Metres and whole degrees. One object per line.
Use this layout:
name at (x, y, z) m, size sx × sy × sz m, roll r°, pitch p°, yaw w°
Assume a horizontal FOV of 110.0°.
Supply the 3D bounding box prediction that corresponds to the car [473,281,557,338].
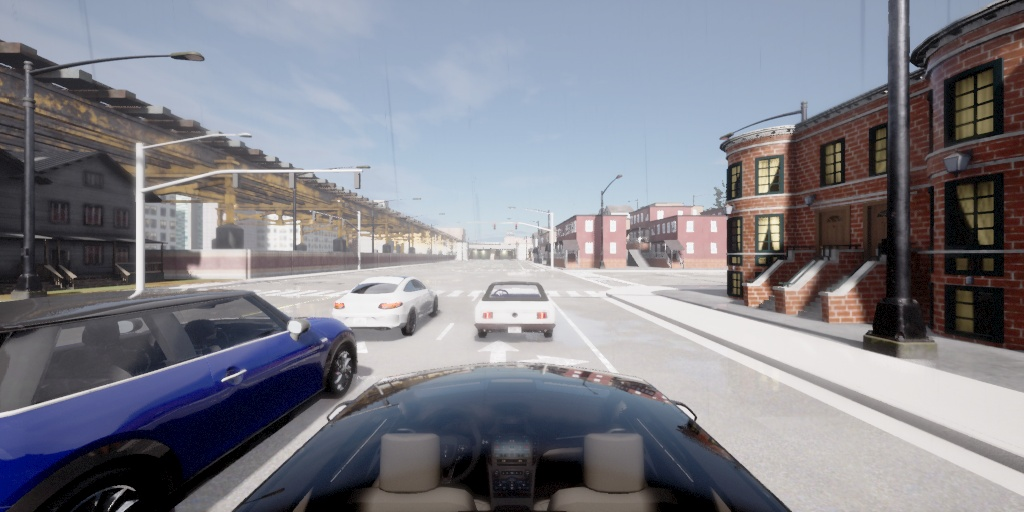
car at (0.105, 1.351, 10.184) m, size 1.895 × 1.301 × 4.718 m, roll 0°, pitch 0°, yaw 1°

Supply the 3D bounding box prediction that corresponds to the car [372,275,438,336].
car at (-3.398, 1.276, 10.292) m, size 1.812 × 1.442 × 4.674 m, roll 0°, pitch 0°, yaw 0°

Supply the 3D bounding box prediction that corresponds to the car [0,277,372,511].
car at (-3.399, 1.102, 3.648) m, size 2.097 × 1.767 × 4.553 m, roll 0°, pitch 0°, yaw 0°
